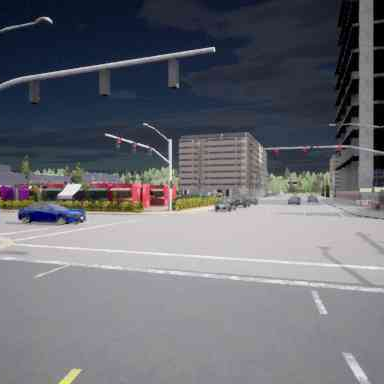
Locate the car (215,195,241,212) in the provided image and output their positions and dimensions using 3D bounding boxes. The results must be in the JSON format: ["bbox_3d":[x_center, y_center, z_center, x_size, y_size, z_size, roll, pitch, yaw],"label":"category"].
[{"bbox_3d":[4.087,1.495,39.725,2.128,1.511,4.902,0,0,19],"label":"car"}]

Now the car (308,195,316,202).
[{"bbox_3d":[27.962,1.532,77.643,1.812,1.442,4.674,0,0,19],"label":"car"}]

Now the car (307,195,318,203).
[{"bbox_3d":[24.680,1.548,67.785,2.033,1.411,5.357,0,0,19],"label":"car"}]

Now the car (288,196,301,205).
[{"bbox_3d":[18.470,1.569,60.003,1.994,1.385,4.181,0,0,19],"label":"car"}]

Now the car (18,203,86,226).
[{"bbox_3d":[-10.011,1.535,23.842,5.008,1.535,1.882,0,0,18],"label":"car"}]

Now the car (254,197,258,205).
[{"bbox_3d":[10.451,1.569,58.642,1.994,1.385,4.181,0,0,19],"label":"car"}]

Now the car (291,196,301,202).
[{"bbox_3d":[24.496,1.560,78.315,1.994,1.385,4.181,0,0,19],"label":"car"}]

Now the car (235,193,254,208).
[{"bbox_3d":[7.235,1.226,49.113,2.150,2.045,5.566,0,0,18],"label":"car"}]
